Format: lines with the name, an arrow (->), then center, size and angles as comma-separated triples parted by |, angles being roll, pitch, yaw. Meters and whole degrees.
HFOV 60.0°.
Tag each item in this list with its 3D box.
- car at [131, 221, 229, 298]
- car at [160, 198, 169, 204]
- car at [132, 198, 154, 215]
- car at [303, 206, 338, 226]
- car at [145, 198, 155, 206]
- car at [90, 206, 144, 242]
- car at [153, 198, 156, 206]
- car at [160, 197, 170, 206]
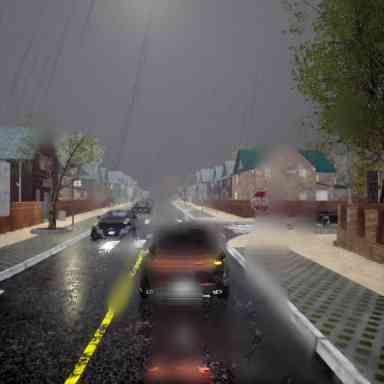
car -> -0.163, 1.515, 8.501 | 1.837, 1.490, 4.892 | 0, 0, 0
car -> -5.992, 1.883, 72.936 | 1.895, 1.301, 4.718 | 0, -1, -5
car -> -5.293, 1.648, 34.810 | 1.994, 1.385, 4.181 | 0, 0, -5
car -> 10.167, 1.575, 22.770 | 4.718, 1.301, 1.895 | 0, -1, -7
car -> -7.798, 1.808, 62.046 | 1.812, 1.442, 4.674 | 0, -1, -6
car -> -3.633, 1.583, 16.383 | 1.994, 1.385, 4.181 | 0, 0, -4
car -> -6.596, 1.723, 48.950 | 2.033, 1.411, 5.357 | 0, 0, -5
car -> -5.022, 1.794, 62.534 | 1.837, 1.490, 4.892 | 0, 0, -5
